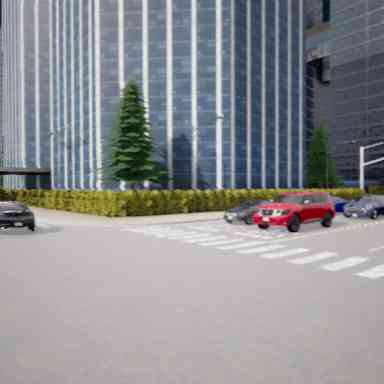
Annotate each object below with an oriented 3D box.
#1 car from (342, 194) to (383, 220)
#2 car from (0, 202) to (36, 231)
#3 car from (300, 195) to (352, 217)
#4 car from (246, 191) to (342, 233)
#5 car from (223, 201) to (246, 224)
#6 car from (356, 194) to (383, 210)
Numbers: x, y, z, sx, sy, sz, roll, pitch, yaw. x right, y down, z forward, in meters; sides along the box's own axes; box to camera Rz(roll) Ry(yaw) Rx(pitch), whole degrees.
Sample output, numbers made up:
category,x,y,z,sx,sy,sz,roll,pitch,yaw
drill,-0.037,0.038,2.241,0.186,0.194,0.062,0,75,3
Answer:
category,x,y,z,sx,sy,sz,roll,pitch,yaw
car,12.984,0.999,24.527,4.553,1.767,2.097,-1,1,-40
car,-9.863,1.279,17.796,1.837,1.490,4.892,-1,1,-40
car,11.174,1.086,27.585,5.008,1.535,1.882,-1,1,-40
car,5.786,0.984,18.408,5.566,2.045,2.150,-1,1,-40
car,4.071,1.247,21.536,4.674,1.442,1.812,-1,1,-40
car,18.791,1.013,34.036,4.674,1.442,1.812,-1,1,-40
